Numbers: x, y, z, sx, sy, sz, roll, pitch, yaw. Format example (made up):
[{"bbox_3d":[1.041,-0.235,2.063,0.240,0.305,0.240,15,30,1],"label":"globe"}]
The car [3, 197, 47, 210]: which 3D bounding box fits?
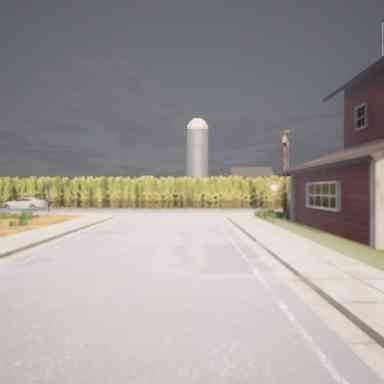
[{"bbox_3d":[-18.629,1.311,37.083,4.674,1.442,1.812,0,0,1],"label":"car"}]
